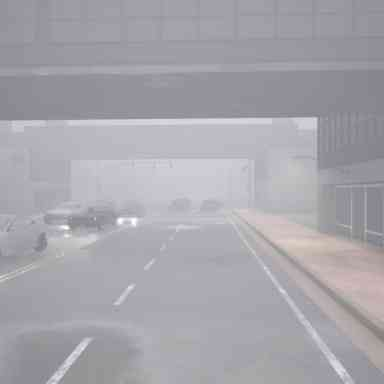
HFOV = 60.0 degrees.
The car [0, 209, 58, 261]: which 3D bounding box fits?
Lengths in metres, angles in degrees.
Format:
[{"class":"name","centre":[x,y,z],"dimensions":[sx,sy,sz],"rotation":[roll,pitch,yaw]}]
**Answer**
[{"class":"car","centre":[-6.619,1.526,11.379],"dimensions":[1.812,1.442,4.674],"rotation":[0,0,3]}]

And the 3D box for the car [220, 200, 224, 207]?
[{"class":"car","centre":[3.197,1.547,48.416],"dimensions":[2.033,1.411,5.357],"rotation":[0,0,19]}]

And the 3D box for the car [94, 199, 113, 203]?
[{"class":"car","centre":[-8.947,1.492,33.265],"dimensions":[2.128,1.511,4.902],"rotation":[0,0,3]}]

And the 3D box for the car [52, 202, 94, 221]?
[{"class":"car","centre":[-9.345,1.526,25.085],"dimensions":[1.812,1.442,4.674],"rotation":[0,0,3]}]

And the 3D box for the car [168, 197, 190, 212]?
[{"class":"car","centre":[-1.569,1.526,37.904],"dimensions":[1.812,1.442,4.674],"rotation":[0,0,3]}]

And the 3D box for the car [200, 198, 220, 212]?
[{"class":"car","centre":[2.011,1.564,39.252],"dimensions":[1.994,1.385,4.181],"rotation":[0,0,3]}]

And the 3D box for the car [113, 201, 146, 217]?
[{"class":"car","centre":[-5.570,1.564,31.119],"dimensions":[1.994,1.385,4.181],"rotation":[0,0,3]}]

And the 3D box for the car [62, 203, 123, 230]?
[{"class":"car","centre":[-6.114,1.601,21.112],"dimensions":[1.895,1.301,4.718],"rotation":[0,0,3]}]
